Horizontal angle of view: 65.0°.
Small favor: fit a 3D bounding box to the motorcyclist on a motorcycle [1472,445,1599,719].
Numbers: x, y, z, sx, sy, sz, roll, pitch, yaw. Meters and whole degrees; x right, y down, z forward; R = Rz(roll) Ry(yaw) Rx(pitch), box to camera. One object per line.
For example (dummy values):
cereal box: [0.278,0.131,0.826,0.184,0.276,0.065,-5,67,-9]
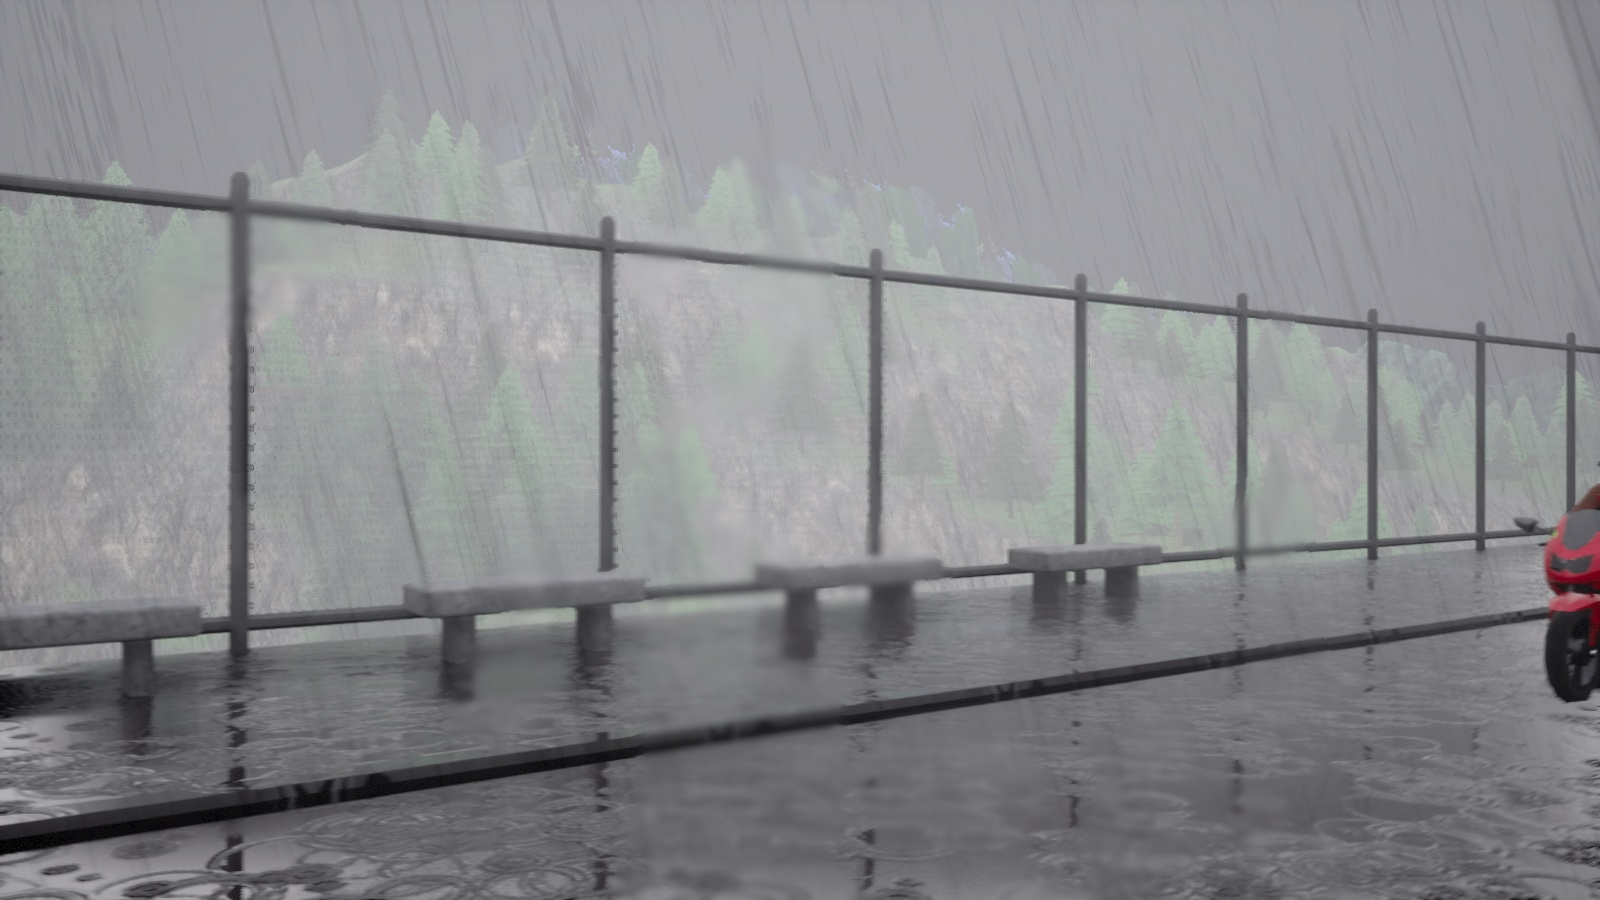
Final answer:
motorcyclist on a motorcycle: [5.120,0.735,7.832,2.044,1.523,0.797,0,0,-35]
